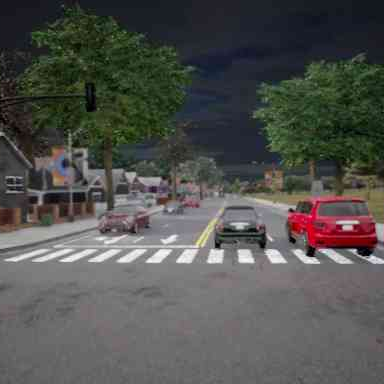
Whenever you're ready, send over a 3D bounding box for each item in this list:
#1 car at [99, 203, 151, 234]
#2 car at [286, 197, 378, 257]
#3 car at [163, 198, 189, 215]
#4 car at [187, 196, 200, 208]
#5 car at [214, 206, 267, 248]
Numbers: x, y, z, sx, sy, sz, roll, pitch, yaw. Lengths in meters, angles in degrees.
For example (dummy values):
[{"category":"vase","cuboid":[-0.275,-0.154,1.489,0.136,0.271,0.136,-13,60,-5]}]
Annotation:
[{"category":"car","cuboid":[-4.005,1.536,20.436,2.097,1.767,4.553,-1,0,7]},{"category":"car","cuboid":[5.139,1.201,12.972,2.150,2.045,5.566,-1,0,7]},{"category":"car","cuboid":[-2.022,1.738,37.412,2.128,1.511,4.902,-1,0,7]},{"category":"car","cuboid":[0.063,1.628,54.608,2.150,2.045,5.566,-1,0,7]},{"category":"car","cuboid":[2.112,1.396,15.056,2.097,1.767,4.553,-1,0,7]}]
